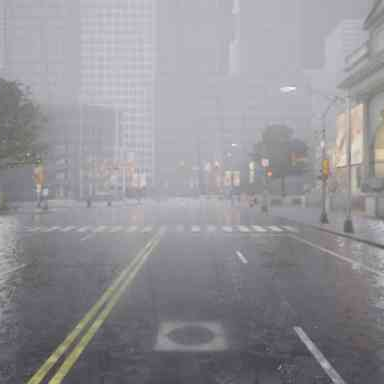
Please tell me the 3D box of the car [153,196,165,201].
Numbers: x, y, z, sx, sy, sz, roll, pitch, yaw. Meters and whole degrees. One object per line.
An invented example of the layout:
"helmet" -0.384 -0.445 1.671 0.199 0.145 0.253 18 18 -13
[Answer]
"car" -9.502 1.798 94.113 2.128 1.511 4.902 0 0 -21

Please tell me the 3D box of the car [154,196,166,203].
"car" -7.091 1.752 78.236 2.128 1.511 4.902 0 0 0
